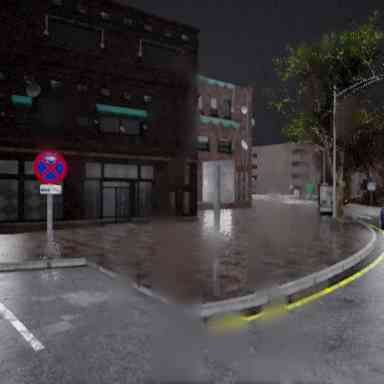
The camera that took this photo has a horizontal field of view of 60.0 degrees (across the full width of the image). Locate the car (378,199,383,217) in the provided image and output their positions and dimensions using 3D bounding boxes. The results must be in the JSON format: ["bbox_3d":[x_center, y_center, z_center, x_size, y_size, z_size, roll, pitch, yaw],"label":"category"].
[{"bbox_3d":[16.724,1.375,26.100,2.033,1.411,5.357,0,1,10],"label":"car"}]

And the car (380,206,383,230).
[{"bbox_3d":[11.197,1.401,17.439,1.882,1.535,5.008,1,0,22],"label":"car"}]

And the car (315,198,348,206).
[{"bbox_3d":[17.194,1.017,41.332,1.895,1.301,4.718,0,2,-8],"label":"car"}]
